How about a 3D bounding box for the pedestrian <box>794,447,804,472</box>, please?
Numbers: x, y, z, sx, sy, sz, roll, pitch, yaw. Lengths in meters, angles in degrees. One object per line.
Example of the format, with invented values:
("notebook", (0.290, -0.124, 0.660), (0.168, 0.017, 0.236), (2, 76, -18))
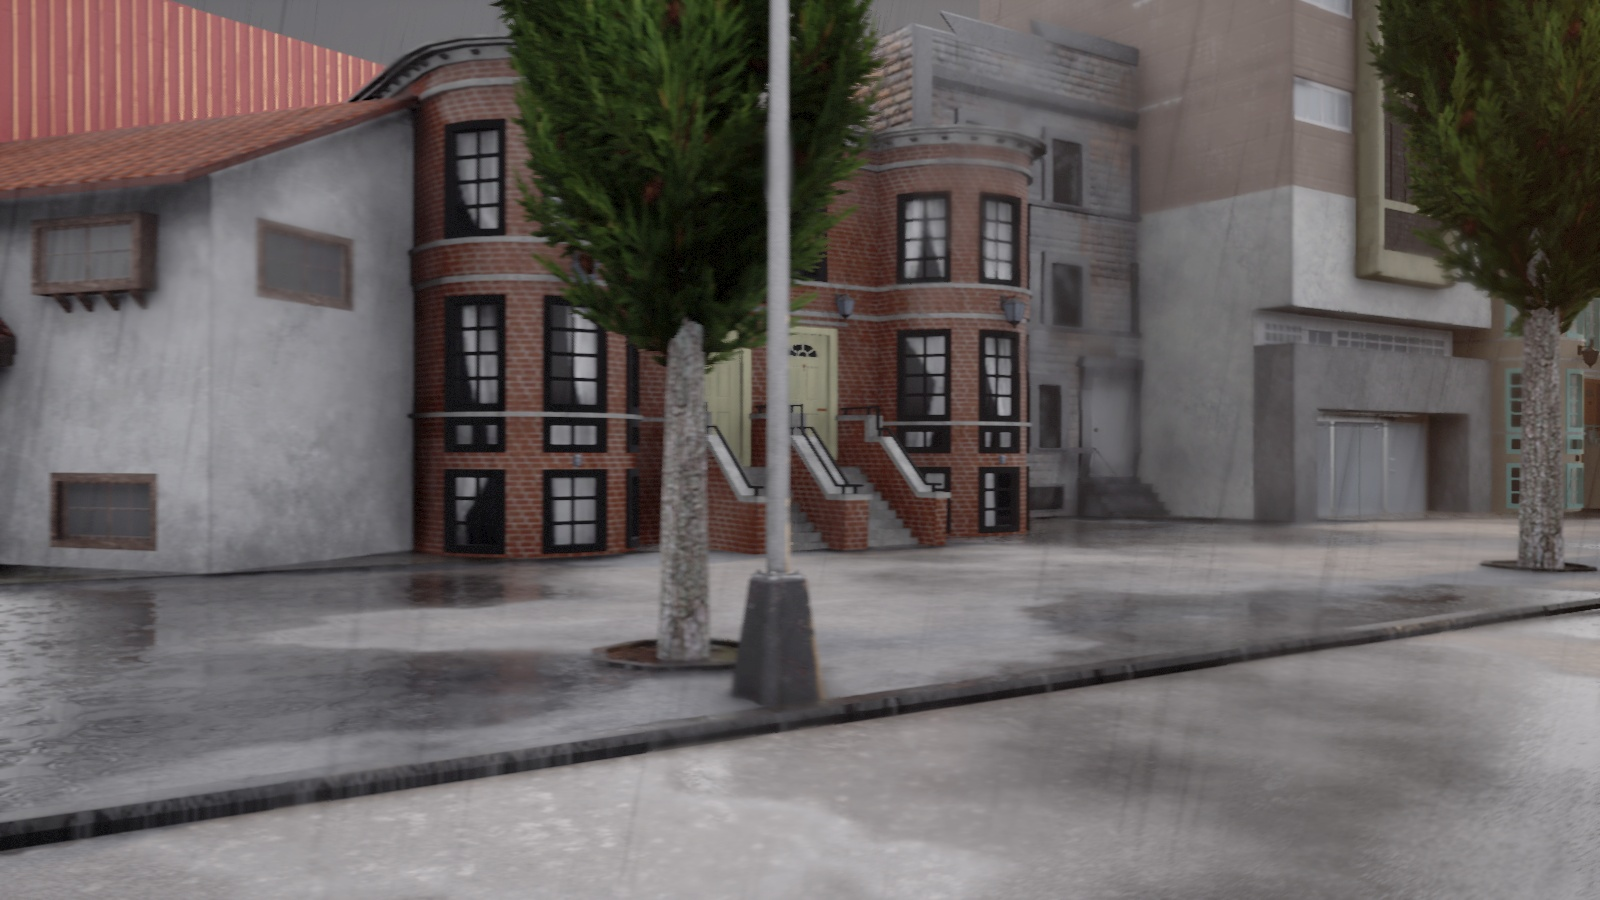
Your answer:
("pedestrian", (-0.076, 0.675, 91.206), (0.354, 1.836, 0.706), (0, 0, -37))
